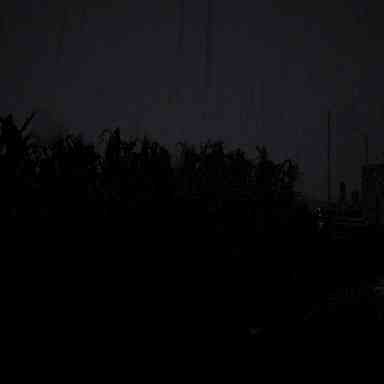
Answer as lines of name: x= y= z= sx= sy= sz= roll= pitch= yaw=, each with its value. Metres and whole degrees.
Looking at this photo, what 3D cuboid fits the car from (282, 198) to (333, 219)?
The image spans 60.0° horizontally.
car: x=9.017 y=1.291 z=27.049 sx=2.097 sy=1.767 sz=4.553 roll=0 pitch=0 yaw=-36
